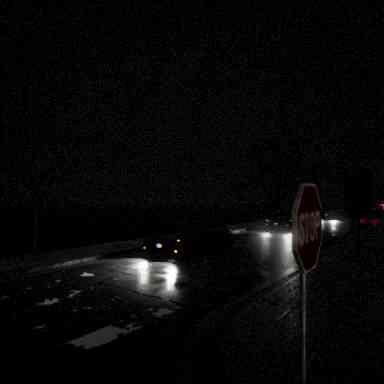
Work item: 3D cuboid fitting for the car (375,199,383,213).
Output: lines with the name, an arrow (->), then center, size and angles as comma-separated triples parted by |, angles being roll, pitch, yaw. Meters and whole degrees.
car -> 27.818, 1.987, 47.989 | 2.097, 1.767, 4.553 | -1, -1, 35

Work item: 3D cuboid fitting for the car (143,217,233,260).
car -> -0.027, 1.727, 13.312 | 1.994, 1.385, 4.181 | 0, -1, 35

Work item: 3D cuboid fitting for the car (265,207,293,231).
car -> 6.641, 1.804, 22.842 | 1.837, 1.490, 4.892 | -1, -1, 35

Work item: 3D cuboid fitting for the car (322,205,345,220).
car -> 13.883, 2.001, 33.158 | 1.994, 1.385, 4.181 | -1, -1, 36

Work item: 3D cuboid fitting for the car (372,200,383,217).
car -> 19.881, 1.974, 36.638 | 2.128, 1.511, 4.902 | -1, -1, 35
